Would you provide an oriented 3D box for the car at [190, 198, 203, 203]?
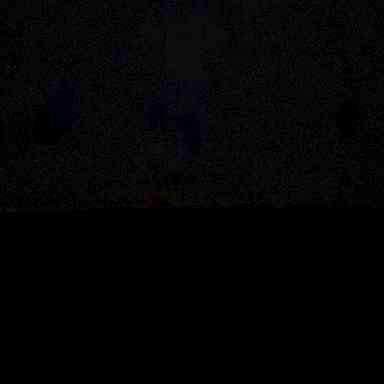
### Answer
[{"bbox_3d":[1.265,2.373,93.479,1.812,1.442,4.674,1,0,36],"label":"car"}]
